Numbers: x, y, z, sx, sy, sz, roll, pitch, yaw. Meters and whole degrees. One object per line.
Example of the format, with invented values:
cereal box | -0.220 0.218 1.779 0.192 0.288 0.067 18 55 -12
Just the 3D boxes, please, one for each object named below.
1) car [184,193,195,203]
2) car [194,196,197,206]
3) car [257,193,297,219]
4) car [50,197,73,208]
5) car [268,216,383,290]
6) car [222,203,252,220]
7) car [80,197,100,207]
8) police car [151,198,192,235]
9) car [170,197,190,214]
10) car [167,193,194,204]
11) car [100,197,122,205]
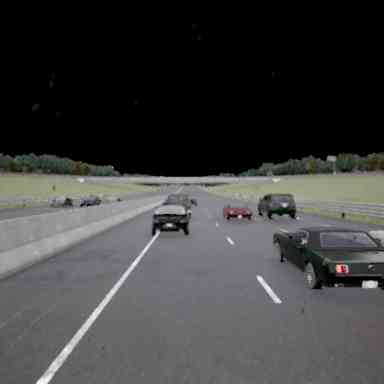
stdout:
car | -0.485 1.198 67.821 2.097 1.767 4.553 0 0 -1
car | -0.293 1.233 51.572 2.097 1.767 4.553 0 0 -1
car | 7.007 1.136 27.869 2.150 2.045 5.566 0 0 0
car | -17.814 1.414 45.711 1.812 1.442 4.674 0 0 0
car | 3.586 1.570 8.925 1.895 1.301 4.718 0 0 0
car | 3.513 1.519 26.753 1.895 1.301 4.718 0 0 0
car | -14.332 1.435 47.552 2.033 1.411 5.357 0 0 0
police car | -1.094 1.365 18.457 1.930 1.638 5.238 0 0 0
car | -1.186 1.381 34.361 1.882 1.535 5.008 0 0 0
car | -1.146 1.138 28.385 2.150 2.045 5.566 0 0 0
car | -10.818 1.414 45.797 1.812 1.442 4.674 0 0 0
